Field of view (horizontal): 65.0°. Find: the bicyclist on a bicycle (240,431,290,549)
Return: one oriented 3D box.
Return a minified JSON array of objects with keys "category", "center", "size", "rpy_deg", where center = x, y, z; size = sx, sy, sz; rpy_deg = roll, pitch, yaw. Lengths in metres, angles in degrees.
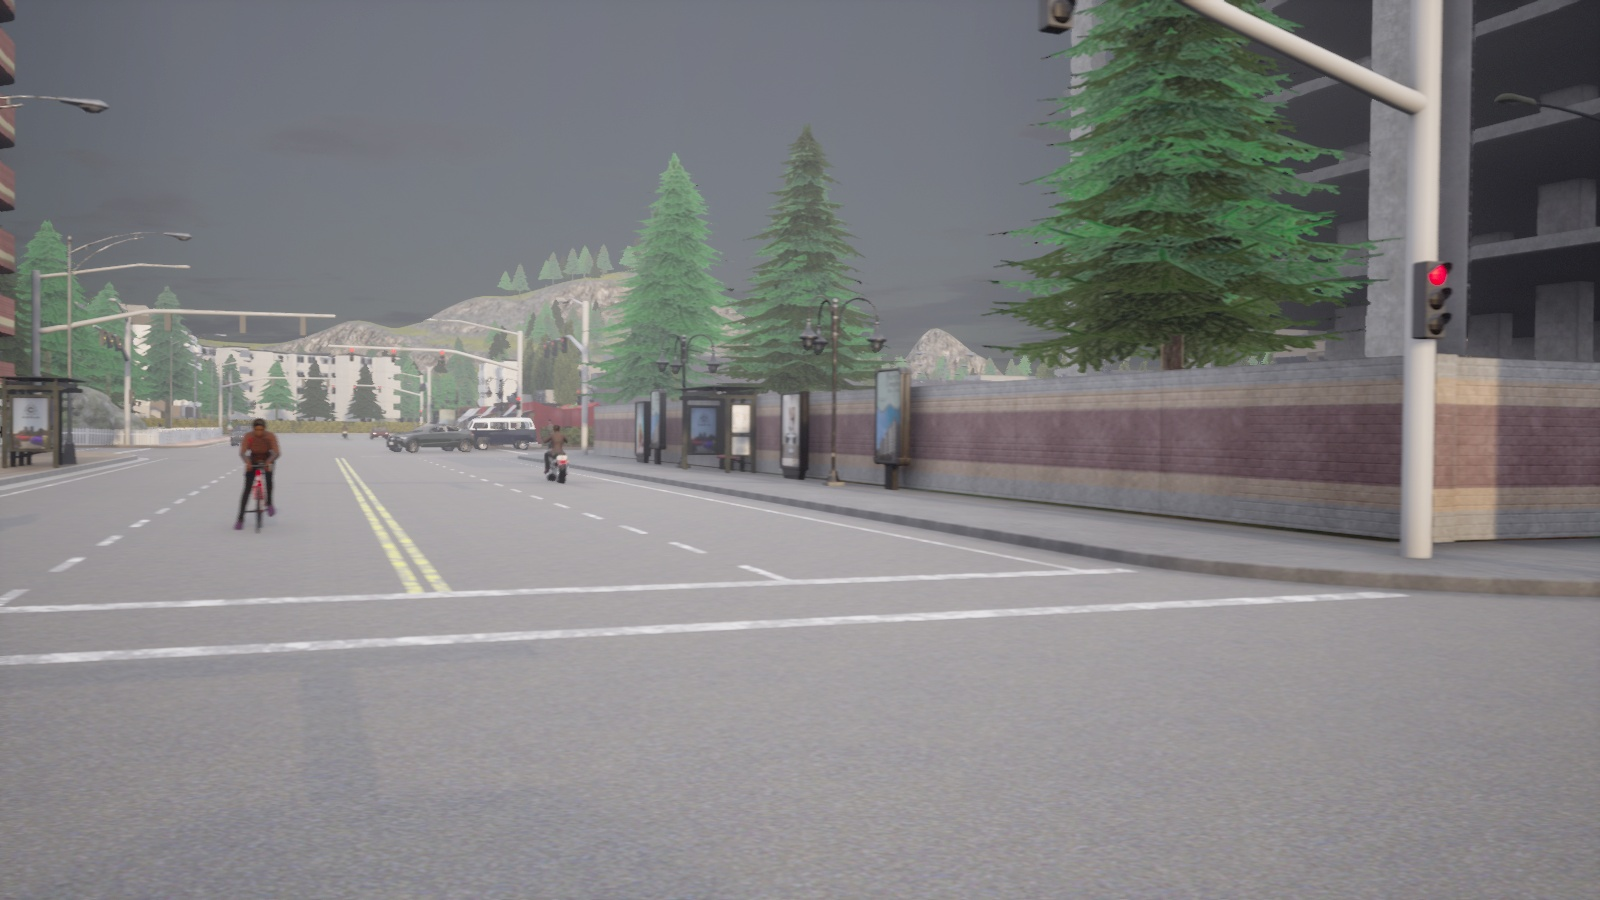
[{"category":"bicyclist on a bicycle","center":[-7.712,0.539,18.142],"size":[0.582,1.620,1.656],"rpy_deg":[-1,1,-21]}]

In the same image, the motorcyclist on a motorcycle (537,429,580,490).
[{"category":"motorcyclist on a motorcycle","center":[-6.780,0.249,35.166],"size":[0.766,1.649,2.350],"rpy_deg":[-1,1,-21]}]

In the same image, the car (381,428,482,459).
[{"category":"car","center":[-20.864,-0.368,71.245],"size":[2.152,1.651,5.027],"rpy_deg":[0,1,43]}]

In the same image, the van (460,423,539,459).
[{"category":"van","center":[-18.690,-0.584,78.173],"size":[4.480,2.038,2.069],"rpy_deg":[-2,1,-21]}]

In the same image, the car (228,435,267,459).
[{"category":"car","center":[-36.618,-0.206,83.323],"size":[2.128,1.511,4.902],"rpy_deg":[-1,1,-21]}]
